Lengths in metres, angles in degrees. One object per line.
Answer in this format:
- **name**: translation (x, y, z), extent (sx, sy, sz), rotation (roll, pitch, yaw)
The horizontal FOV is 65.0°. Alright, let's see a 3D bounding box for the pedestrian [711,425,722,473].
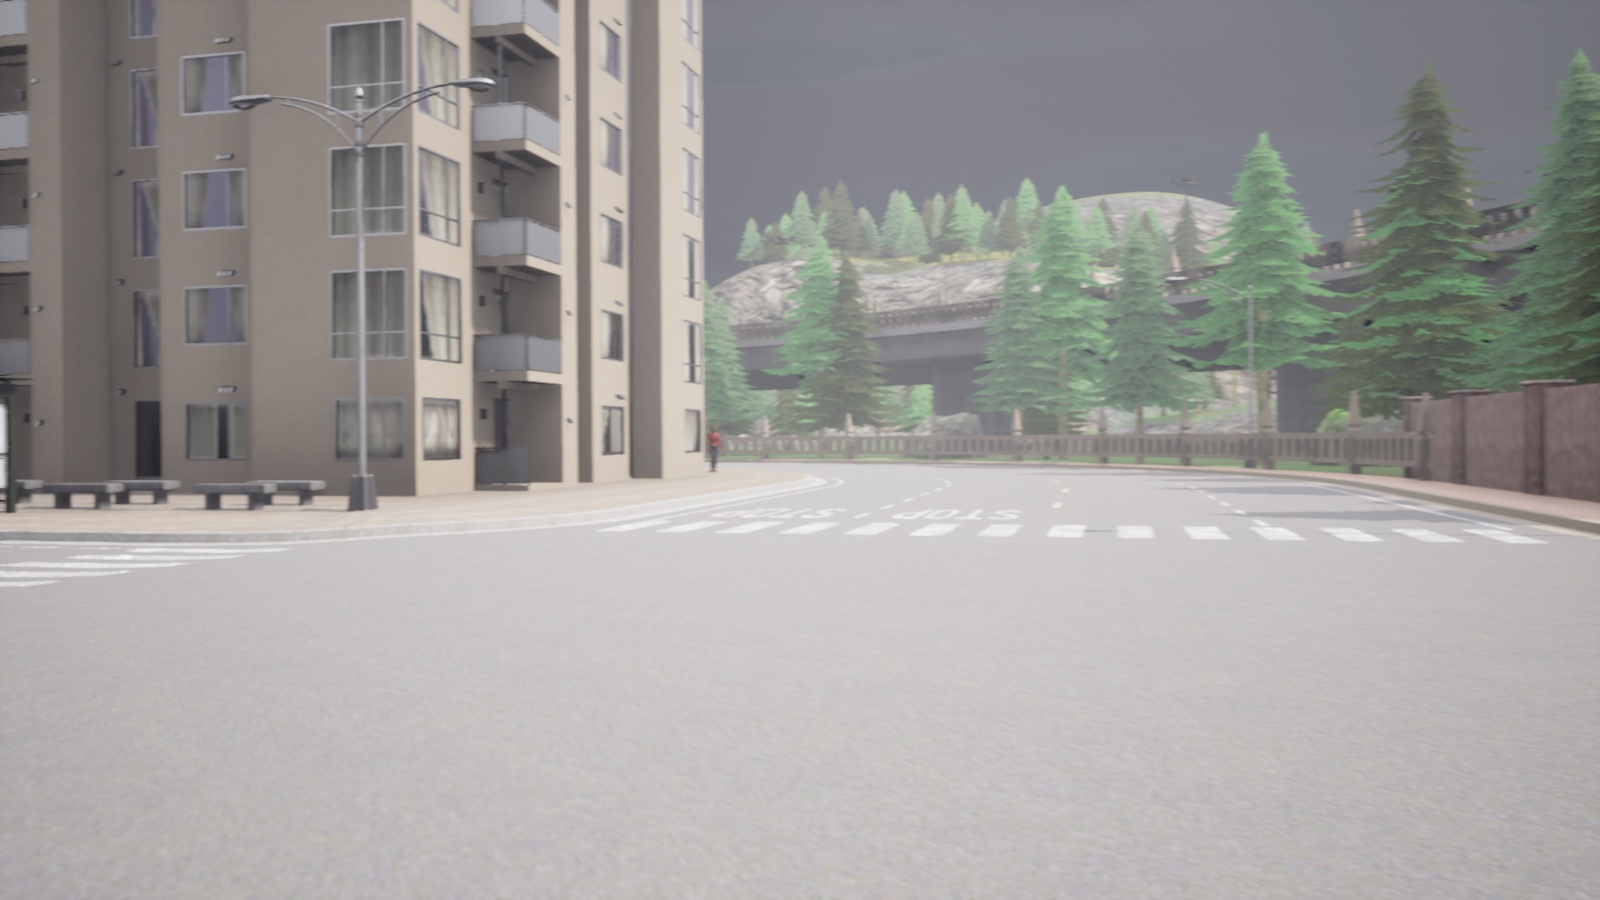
- **pedestrian**: translation (-3.224, -0.048, 48.582), extent (0.331, 1.846, 0.636), rotation (0, 1, -14)
